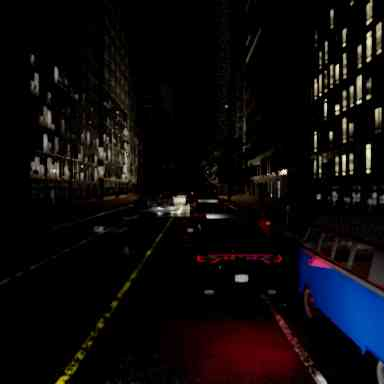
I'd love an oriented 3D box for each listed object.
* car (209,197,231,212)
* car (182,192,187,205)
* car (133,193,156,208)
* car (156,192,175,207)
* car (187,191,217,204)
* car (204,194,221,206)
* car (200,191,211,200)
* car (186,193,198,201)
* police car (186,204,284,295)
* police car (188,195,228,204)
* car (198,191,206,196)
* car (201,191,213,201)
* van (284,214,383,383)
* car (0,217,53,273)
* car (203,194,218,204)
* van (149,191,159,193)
[{"bbox_3d":[2.684,1.210,32.935,1.802,1.307,4.206,0,1,0],"label":"car"},{"bbox_3d":[-0.007,1.037,44.749,2.033,1.411,5.357,0,1,0],"label":"car"},{"bbox_3d":[-5.697,1.114,38.629,2.008,1.369,4.403,0,1,0],"label":"car"},{"bbox_3d":[-3.106,1.068,40.373,1.812,1.442,4.674,0,1,0],"label":"car"},{"bbox_3d":[0.895,0.948,24.518,2.150,2.045,5.566,0,1,0],"label":"car"},{"bbox_3d":[2.683,1.046,44.318,2.008,1.369,4.403,0,1,0],"label":"car"},{"bbox_3d":[2.679,0.648,67.085,1.967,1.590,4.097,0,1,0],"label":"car"},{"bbox_3d":[-0.011,0.856,59.236,2.033,1.411,5.357,0,1,0],"label":"car"},{"bbox_3d":[0.898,1.327,8.601,1.930,1.638,5.238,0,1,0],"label":"police car"},{"bbox_3d":[0.896,1.215,18.600,1.930,1.638,5.238,0,1,0],"label":"police car"},{"bbox_3d":[2.676,0.454,89.855,1.887,1.381,4.507,0,1,0],"label":"car"},{"bbox_3d":[2.680,0.721,61.393,1.967,1.590,4.097,0,1,0],"label":"car"},{"bbox_3d":[2.688,1.289,4.472,1.690,1.788,3.998,0,1,0],"label":"van"},{"bbox_3d":[-5.693,1.466,10.167,1.802,1.307,4.206,0,1,0],"label":"car"},{"bbox_3d":[2.682,0.976,50.010,2.008,1.369,4.403,0,1,0],"label":"car"},{"bbox_3d":[-5.699,0.767,50.010,1.690,1.788,3.998,0,1,0],"label":"van"}]
